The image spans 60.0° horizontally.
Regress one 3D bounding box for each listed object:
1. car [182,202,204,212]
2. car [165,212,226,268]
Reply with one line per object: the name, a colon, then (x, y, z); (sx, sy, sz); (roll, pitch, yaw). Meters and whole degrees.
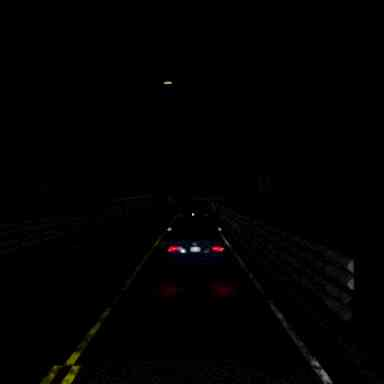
car: (0.108, 1.733, 31.697); (1.837, 1.490, 4.892); (0, 0, 0)
car: (0.095, 1.631, 11.575); (2.033, 1.411, 5.357); (0, 0, 0)
